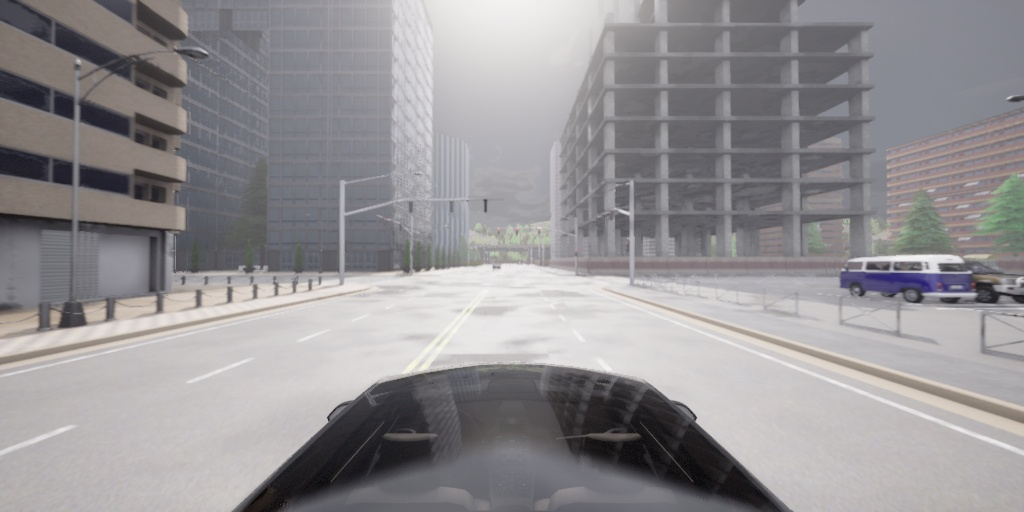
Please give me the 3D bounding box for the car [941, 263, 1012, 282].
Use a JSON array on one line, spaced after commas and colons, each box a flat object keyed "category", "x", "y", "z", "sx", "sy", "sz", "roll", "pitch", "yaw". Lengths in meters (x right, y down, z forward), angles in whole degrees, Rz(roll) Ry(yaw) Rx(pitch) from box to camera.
[{"category": "car", "x": 50.222, "y": 1.738, "z": 38.831, "sx": 4.674, "sy": 1.442, "sz": 1.812, "roll": 0, "pitch": -1, "yaw": 0}]
